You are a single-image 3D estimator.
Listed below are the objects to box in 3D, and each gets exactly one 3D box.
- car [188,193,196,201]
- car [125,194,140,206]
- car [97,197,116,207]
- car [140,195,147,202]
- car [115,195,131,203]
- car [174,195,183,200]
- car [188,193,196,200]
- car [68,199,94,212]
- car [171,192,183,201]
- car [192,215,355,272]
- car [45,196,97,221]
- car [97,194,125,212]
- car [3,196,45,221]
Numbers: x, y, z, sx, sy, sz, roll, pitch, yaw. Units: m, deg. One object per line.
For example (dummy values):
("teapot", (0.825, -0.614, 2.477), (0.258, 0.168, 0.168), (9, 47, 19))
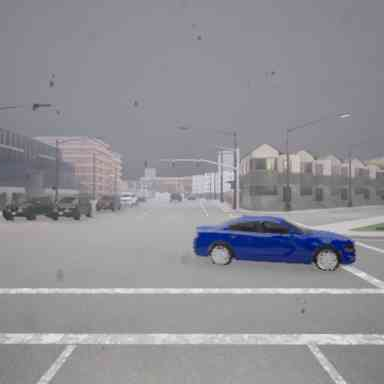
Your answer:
("car", (-0.071, 1.415, 77.825), (1.895, 1.301, 4.718), (0, -1, 0))
("car", (-10.638, 1.294, 55.657), (2.150, 2.045, 5.566), (0, 1, 0))
("car", (-14.136, 1.640, 55.325), (1.994, 1.385, 4.181), (0, 1, 0))
("car", (-10.563, 1.326, 68.830), (1.882, 1.535, 5.008), (0, 1, 0))
("car", (-14.062, 1.403, 67.994), (2.033, 1.411, 5.357), (0, 1, 0))
("car", (-3.581, 1.472, 87.804), (2.128, 1.511, 4.902), (0, -2, 0))
("car", (-0.081, 1.133, 87.785), (2.097, 1.767, 4.553), (0, -2, 0))
("car", (-14.140, 1.738, 42.618), (1.812, 1.442, 4.674), (0, 0, 0))
("car", (-3.564, 1.047, 74.611), (2.150, 2.045, 5.566), (0, 0, 0))
("car", (2.504, 1.518, 10.738), (5.008, 1.535, 1.882), (0, 0, 15))
("car", (-10.615, 1.394, 29.651), (2.150, 2.045, 5.566), (0, 0, 0))
("car", (-10.638, 1.430, 42.670), (2.150, 2.045, 5.566), (0, 1, 0))
("car", (-14.132, 1.391, 29.150), (2.150, 2.045, 5.566), (0, 0, 0))
